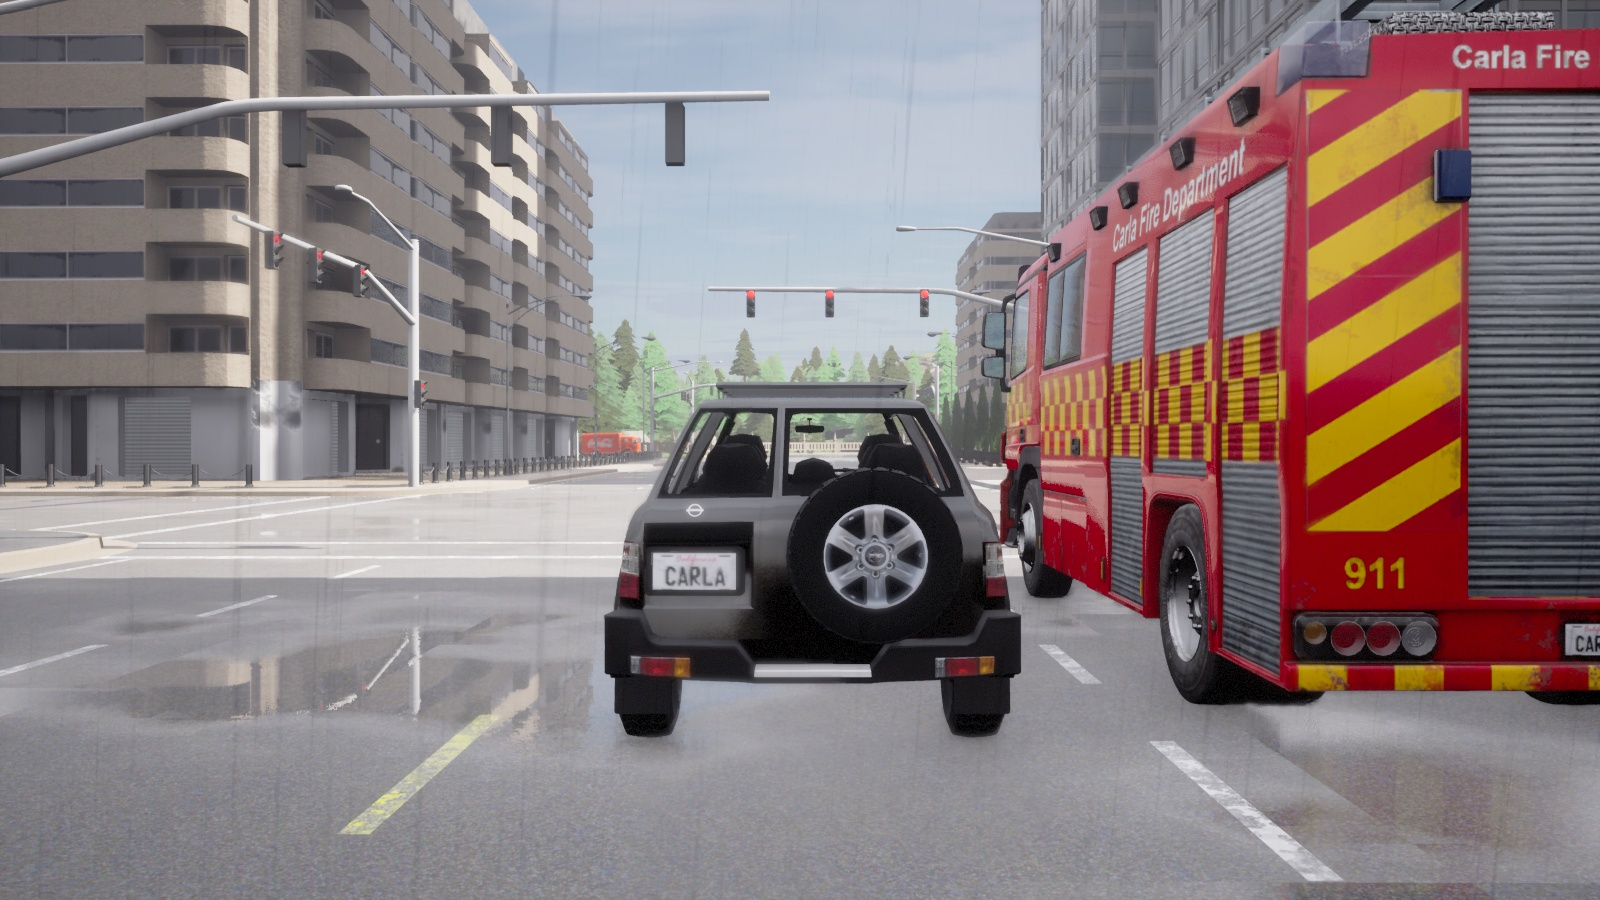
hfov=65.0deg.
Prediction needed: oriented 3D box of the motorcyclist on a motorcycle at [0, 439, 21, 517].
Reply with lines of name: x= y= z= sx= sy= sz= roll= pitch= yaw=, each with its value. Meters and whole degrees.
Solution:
motorcyclist on a motorcycle: x=-18.139 y=0.586 z=26.949 sx=2.350 sy=1.649 sz=0.766 roll=0 pitch=0 yaw=1

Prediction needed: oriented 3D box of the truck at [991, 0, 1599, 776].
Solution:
truck: x=3.573 y=-0.471 z=9.880 sx=2.891 sy=3.827 sz=8.468 roll=0 pitch=0 yaw=0

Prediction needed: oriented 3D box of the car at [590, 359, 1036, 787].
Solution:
car: x=0.061 y=0.520 z=7.741 sx=1.932 sy=1.855 sz=4.605 roll=0 pitch=0 yaw=0
